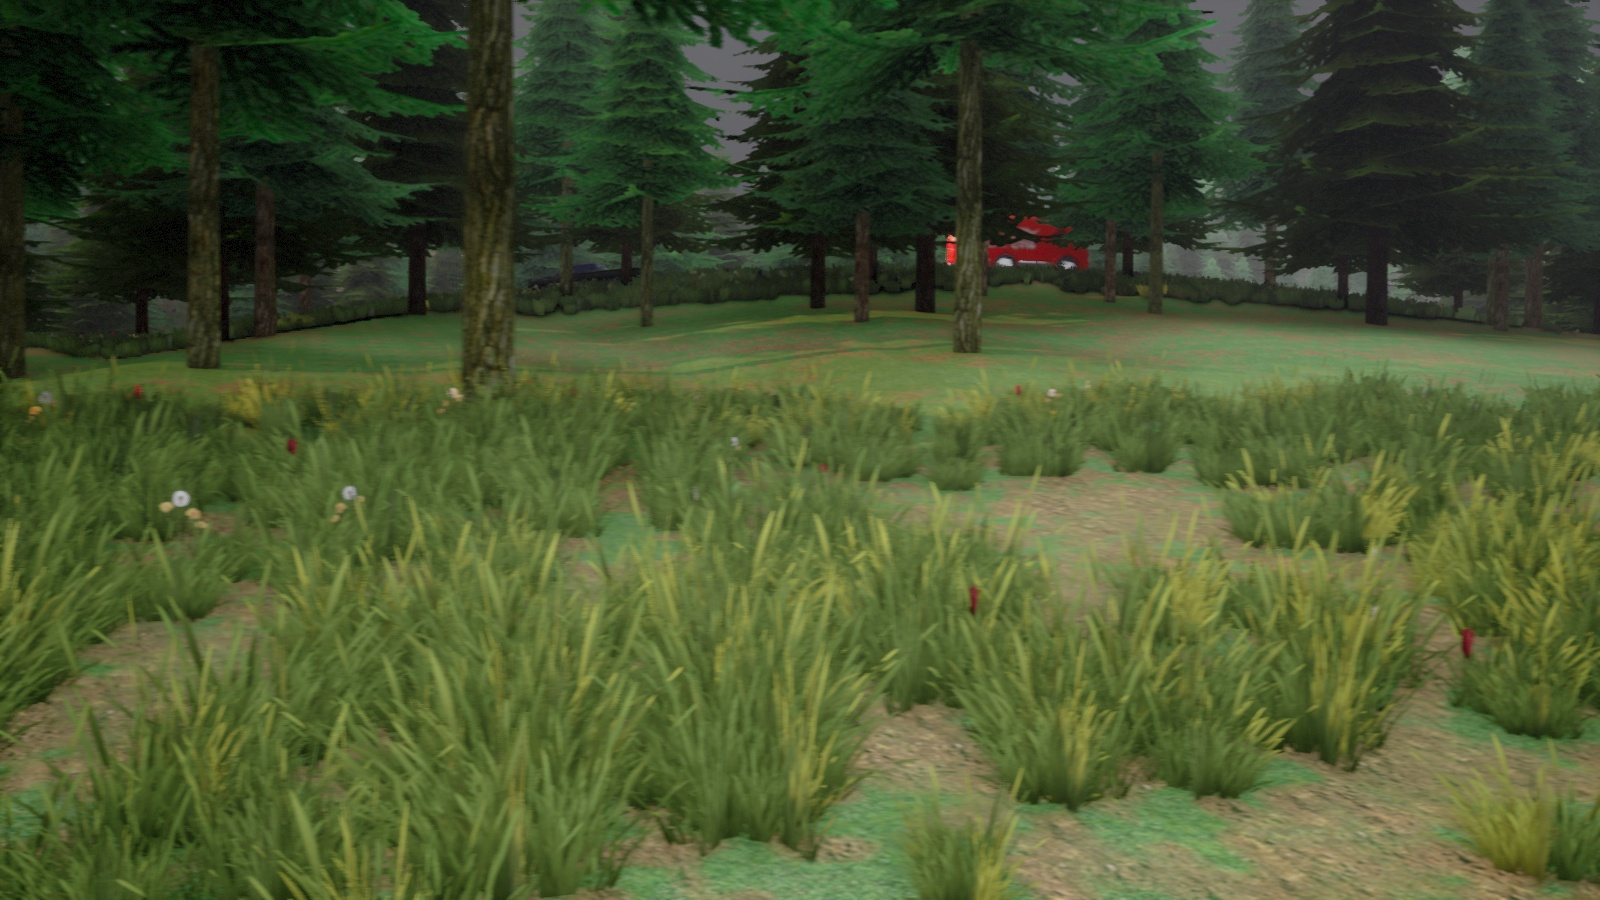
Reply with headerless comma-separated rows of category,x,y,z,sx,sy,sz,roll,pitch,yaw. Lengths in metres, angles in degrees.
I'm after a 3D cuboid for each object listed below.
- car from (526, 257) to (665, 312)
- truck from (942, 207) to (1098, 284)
car,-7.666,-6.197,47.203,4.718,1.301,1.895,-5,0,12
truck,8.411,-7.792,48.180,5.204,2.467,2.627,-1,1,-16
